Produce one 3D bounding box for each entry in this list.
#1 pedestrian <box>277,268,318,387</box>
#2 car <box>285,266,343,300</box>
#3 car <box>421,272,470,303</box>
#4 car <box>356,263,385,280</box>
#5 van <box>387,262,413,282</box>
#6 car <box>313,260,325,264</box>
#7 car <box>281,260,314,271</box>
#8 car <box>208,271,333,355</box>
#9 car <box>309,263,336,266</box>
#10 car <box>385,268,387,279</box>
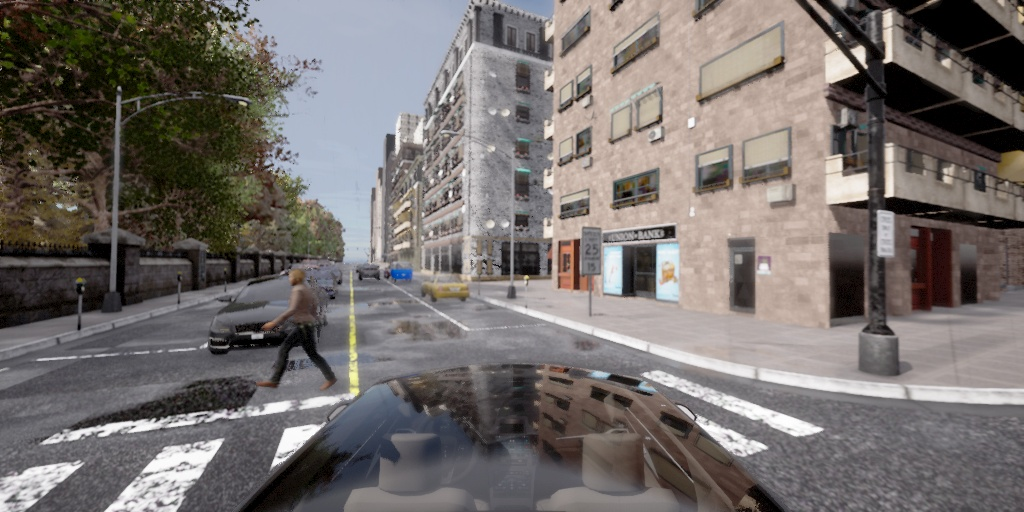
[{"bbox_3d":[-3.121,1.049,5.250,0.375,1.860,0.375,1,-1,-24],"label":"pedestrian"},{"bbox_3d":[-10.042,1.427,18.574,2.033,1.411,5.357,1,-1,-24],"label":"car"},{"bbox_3d":[-3.508,1.478,18.126,1.751,1.417,4.829,0,0,-24],"label":"car"},{"bbox_3d":[-14.299,1.593,35.835,2.128,1.511,4.902,1,-1,-24],"label":"car"},{"bbox_3d":[-10.256,1.449,33.124,1.690,1.789,3.998,0,0,-24],"label":"van"},{"bbox_3d":[-22.443,1.380,39.785,2.192,1.841,5.009,0,0,-24],"label":"car"},{"bbox_3d":[-17.897,1.399,29.684,1.967,1.591,4.097,0,0,-24],"label":"car"},{"bbox_3d":[-5.758,1.286,8.987,1.837,1.490,4.892,1,-1,-23],"label":"car"},{"bbox_3d":[-14.414,1.528,28.304,2.033,1.411,5.357,1,-1,-24],"label":"car"},{"bbox_3d":[-12.529,1.601,38.174,1.967,1.591,4.097,0,0,-24],"label":"car"}]
